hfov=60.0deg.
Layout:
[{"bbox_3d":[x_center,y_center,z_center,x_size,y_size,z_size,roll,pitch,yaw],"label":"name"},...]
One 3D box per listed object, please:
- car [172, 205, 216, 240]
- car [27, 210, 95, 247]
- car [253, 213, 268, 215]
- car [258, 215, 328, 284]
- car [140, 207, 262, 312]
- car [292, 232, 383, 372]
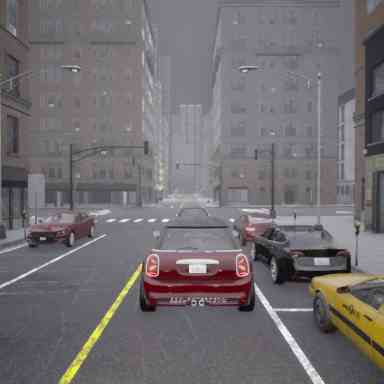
[{"bbox_3d":[0.068,1.542,18.125,2.033,1.411,5.357,0,0,0],"label":"car"},{"bbox_3d":[-5.704,1.540,14.951,1.887,1.381,4.507,-1,0,0],"label":"car"},{"bbox_3d":[2.842,1.577,14.968,1.802,1.307,4.206,-1,0,0],"label":"car"},{"bbox_3d":[2.851,1.563,9.382,1.947,1.339,4.313,-1,0,0],"label":"car"},{"bbox_3d":[0.088,1.350,7.887,2.097,1.767,4.553,0,0,0],"label":"car"},{"bbox_3d":[2.859,1.524,3.966,1.752,1.417,4.829,-1,0,0],"label":"car"}]
